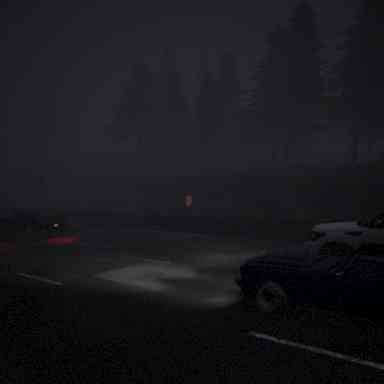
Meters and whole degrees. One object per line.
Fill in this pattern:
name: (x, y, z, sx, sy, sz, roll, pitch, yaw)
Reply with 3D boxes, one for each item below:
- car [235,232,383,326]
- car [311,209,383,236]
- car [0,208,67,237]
car: (3.208, 1.607, 6.002, 4.718, 1.301, 1.895, -1, 0, 35)
car: (5.811, 1.221, 8.446, 5.566, 2.045, 2.150, -1, 0, 35)
car: (-9.279, 1.646, 19.188, 5.008, 1.535, 1.882, -1, 0, 35)
